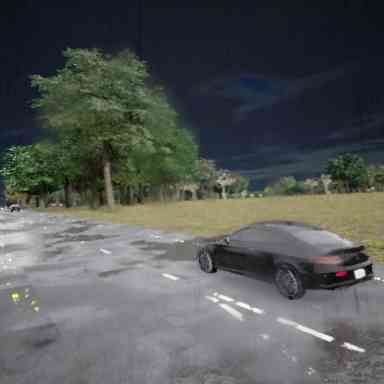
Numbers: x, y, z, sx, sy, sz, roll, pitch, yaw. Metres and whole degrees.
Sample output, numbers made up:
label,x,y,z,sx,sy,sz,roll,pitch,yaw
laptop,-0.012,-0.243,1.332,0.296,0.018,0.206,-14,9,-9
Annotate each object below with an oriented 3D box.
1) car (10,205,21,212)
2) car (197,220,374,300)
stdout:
label,x,y,z,sx,sy,sz,roll,pitch,yaw
car,-37.317,3.462,70.258,1.882,1.535,5.008,-3,0,-32
car,1.943,1.434,8.219,1.812,1.442,4.674,-3,0,-32
